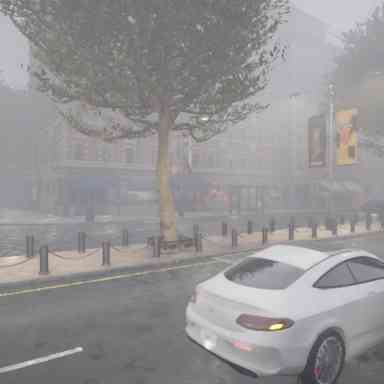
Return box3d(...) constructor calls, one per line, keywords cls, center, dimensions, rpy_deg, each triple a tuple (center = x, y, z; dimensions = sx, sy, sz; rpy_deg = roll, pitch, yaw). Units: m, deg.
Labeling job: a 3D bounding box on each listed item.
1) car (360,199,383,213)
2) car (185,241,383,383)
box3d(cls="car", center=(20.631, 1.506, 36.940), dimensions=(4.892, 1.490, 1.837), rpy_deg=(0, 0, -35))
box3d(cls="car", center=(2.067, 1.526, 5.217), dimensions=(4.674, 1.442, 1.812), rpy_deg=(0, 0, -36))
